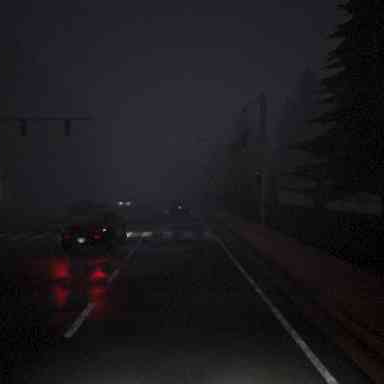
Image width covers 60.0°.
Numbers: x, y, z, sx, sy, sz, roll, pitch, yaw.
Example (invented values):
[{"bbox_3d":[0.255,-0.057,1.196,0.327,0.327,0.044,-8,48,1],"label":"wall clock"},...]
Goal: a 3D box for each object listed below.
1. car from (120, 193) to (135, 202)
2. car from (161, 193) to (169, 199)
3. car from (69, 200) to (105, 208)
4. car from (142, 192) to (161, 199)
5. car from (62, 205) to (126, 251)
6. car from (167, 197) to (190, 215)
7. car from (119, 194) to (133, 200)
[{"bbox_3d":[-13.197,1.333,66.412,1.895,1.301,4.718,0,0,-2],"label":"car"},{"bbox_3d":[-7.769,1.102,88.301,1.837,1.490,4.892,0,0,-28],"label":"car"},{"bbox_3d":[-9.855,1.447,31.321,4.674,1.442,1.812,0,0,40],"label":"car"},{"bbox_3d":[-10.465,1.126,85.875,1.837,1.490,4.892,0,0,-28],"label":"car"},{"bbox_3d":[-3.944,1.476,13.872,1.812,1.442,4.674,0,0,-2],"label":"car"},{"bbox_3d":[-1.212,1.413,32.653,1.994,1.385,4.181,0,0,-2],"label":"car"},{"bbox_3d":[-16.309,1.209,81.896,2.033,1.411,5.357,0,0,-25],"label":"car"}]
